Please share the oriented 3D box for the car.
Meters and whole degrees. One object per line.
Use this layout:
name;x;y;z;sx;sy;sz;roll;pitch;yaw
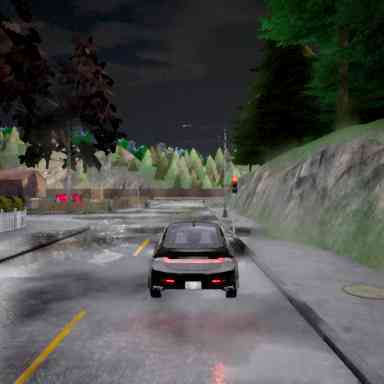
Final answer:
car;0.048;1.492;8.504;2.128;1.511;4.902;0;0;1
